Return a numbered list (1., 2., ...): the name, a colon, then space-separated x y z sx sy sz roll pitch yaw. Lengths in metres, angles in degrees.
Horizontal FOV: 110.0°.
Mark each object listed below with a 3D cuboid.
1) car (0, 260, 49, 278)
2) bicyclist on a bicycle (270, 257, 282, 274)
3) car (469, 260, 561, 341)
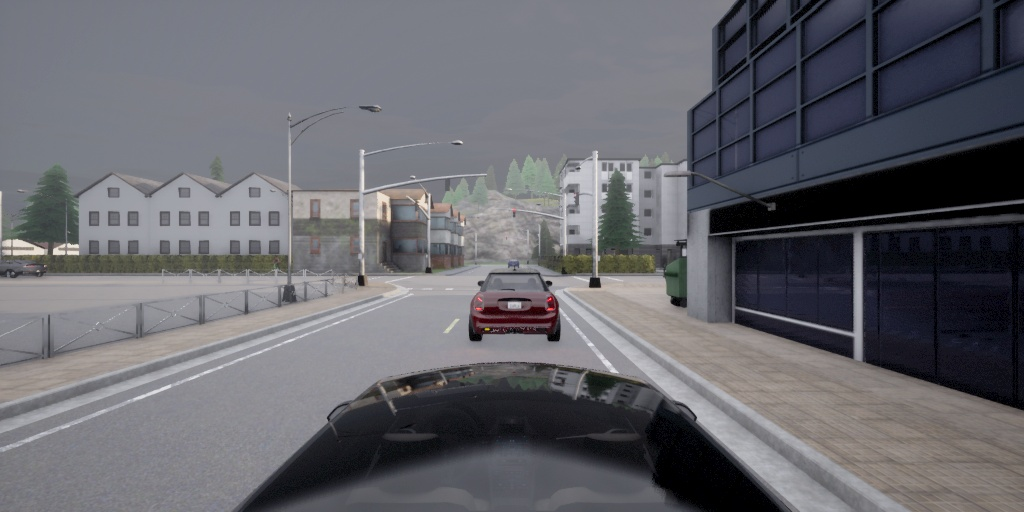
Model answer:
1. car: -42.115 1.065 30.065 4.902 1.511 2.128 0 0 0
2. bicyclist on a bicycle: -22.226 0.874 33.826 0.582 1.620 1.656 0 0 0
3. car: 0.081 1.102 9.993 2.097 1.767 4.553 0 0 1
